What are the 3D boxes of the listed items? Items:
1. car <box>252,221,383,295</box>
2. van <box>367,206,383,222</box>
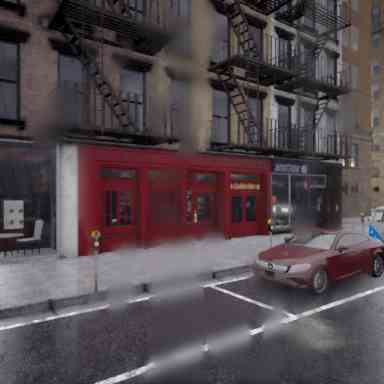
[{"bbox_3d":[3.438,1.581,8.632,4.206,1.307,1.802,0,0,-35],"label":"car"},{"bbox_3d":[7.845,1.340,11.763,3.998,1.788,1.690,0,0,-35],"label":"van"}]
